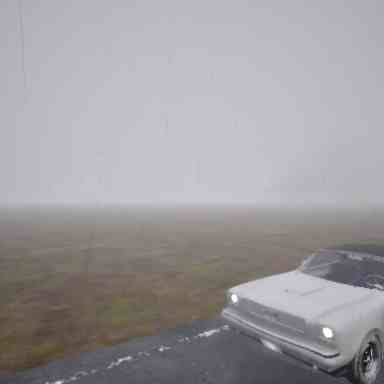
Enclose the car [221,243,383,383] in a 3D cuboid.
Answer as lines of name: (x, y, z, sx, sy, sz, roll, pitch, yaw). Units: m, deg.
car: (2.754, 1.617, 5.482, 4.718, 1.301, 1.895, 0, 0, -37)
